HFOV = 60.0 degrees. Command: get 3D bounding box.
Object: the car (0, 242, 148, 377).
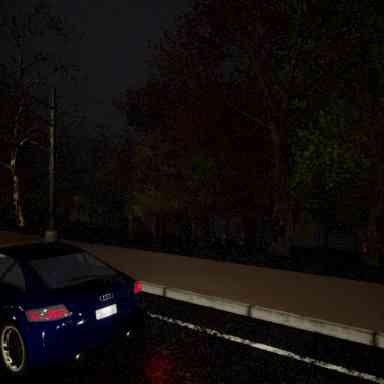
[{"bbox_3d":[-2.747,1.563,5.628,4.181,1.385,1.994,0,0,37],"label":"car"}]
